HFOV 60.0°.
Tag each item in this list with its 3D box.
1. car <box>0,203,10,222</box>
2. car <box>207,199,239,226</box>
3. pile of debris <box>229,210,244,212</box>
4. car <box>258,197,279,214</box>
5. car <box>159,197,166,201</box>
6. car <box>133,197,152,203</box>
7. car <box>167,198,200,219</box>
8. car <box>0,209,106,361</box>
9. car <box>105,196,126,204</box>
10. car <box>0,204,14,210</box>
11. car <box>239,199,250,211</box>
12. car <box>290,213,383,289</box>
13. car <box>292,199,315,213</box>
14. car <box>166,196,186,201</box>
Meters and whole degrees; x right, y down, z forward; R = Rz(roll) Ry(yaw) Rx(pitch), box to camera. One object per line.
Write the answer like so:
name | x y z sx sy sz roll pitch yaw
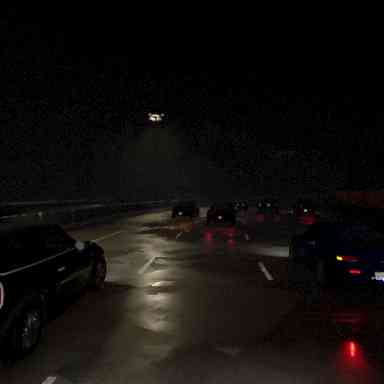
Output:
car | -15.639 1.535 24.279 1.994 1.385 4.181 0 0 9
car | 2.191 1.481 23.832 1.882 1.535 5.008 0 0 9
pile of debris | 5.142 2.184 38.493 1.500 0.140 1.860 0 0 15
car | 8.254 1.366 35.735 2.097 1.767 4.553 0 0 14
car | -4.681 1.552 63.823 1.994 1.385 4.181 0 0 23
car | -9.217 1.545 61.934 1.994 1.385 4.181 0 0 21
car | -0.488 1.524 28.838 1.812 1.442 4.674 0 0 11
car | -3.153 1.346 6.120 2.097 1.767 4.553 0 0 2
car | -13.730 1.466 59.873 2.128 1.511 4.902 0 0 20
car | -12.701 1.468 20.021 2.128 1.511 4.902 0 0 7
car | 5.946 1.554 40.799 2.033 1.411 5.357 0 0 16
car | 3.991 1.533 8.997 1.812 1.442 4.674 0 0 4
car | 11.479 1.524 34.289 1.837 1.490 4.892 0 0 14
car | -2.327 1.472 60.333 1.882 1.535 5.008 0 0 22
